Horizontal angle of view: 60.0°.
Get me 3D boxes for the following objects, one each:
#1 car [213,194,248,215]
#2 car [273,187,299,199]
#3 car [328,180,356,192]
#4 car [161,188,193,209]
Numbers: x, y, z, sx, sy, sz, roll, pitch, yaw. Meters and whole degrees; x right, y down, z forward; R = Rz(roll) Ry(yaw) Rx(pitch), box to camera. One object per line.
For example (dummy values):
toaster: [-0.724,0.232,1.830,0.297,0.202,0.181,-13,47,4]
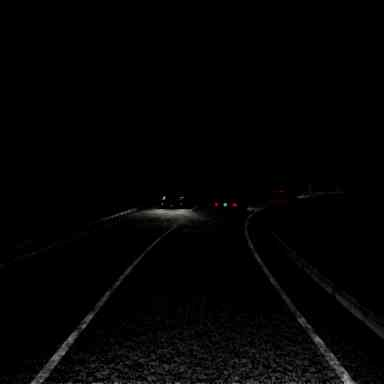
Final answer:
car: [2.933,0.815,24.353,2.033,1.411,5.357,0,2,17]
car: [11.721,0.085,41.232,2.128,1.511,4.902,1,2,37]
car: [26.682,-1.146,59.198,5.566,2.045,2.150,-3,2,-30]
car: [-1.255,0.483,29.432,2.097,1.767,4.553,0,2,11]
